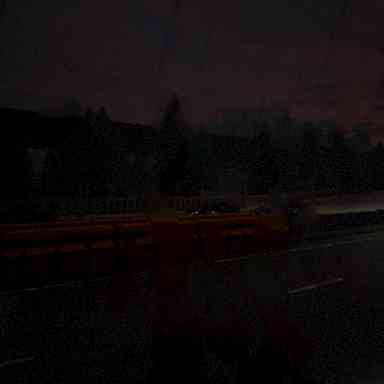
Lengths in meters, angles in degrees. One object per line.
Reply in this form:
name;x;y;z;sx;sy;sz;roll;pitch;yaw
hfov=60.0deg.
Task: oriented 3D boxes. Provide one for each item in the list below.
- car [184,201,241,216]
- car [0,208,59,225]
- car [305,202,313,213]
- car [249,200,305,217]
car;1.668;1.508;26.250;4.892;1.490;1.837;1;0;-34
car;-8.564;1.491;15.093;4.902;1.511;2.128;0;0;-34
car;9.506;1.411;31.486;4.181;1.385;1.994;-2;1;-34
car;6.146;1.549;25.022;4.181;1.385;1.994;-1;0;-34
